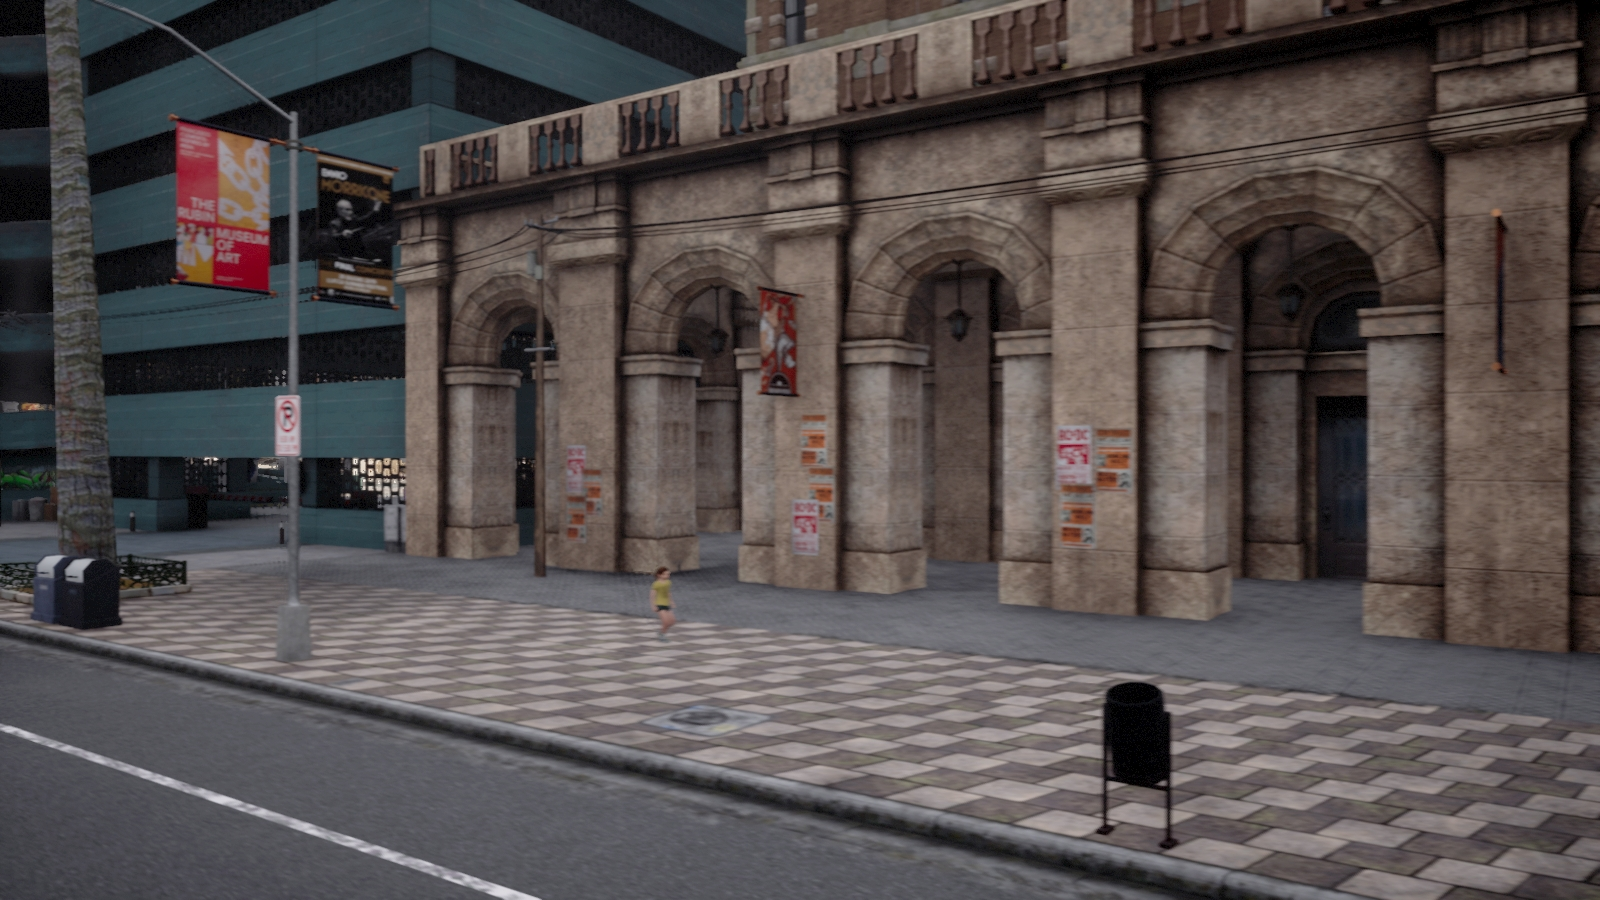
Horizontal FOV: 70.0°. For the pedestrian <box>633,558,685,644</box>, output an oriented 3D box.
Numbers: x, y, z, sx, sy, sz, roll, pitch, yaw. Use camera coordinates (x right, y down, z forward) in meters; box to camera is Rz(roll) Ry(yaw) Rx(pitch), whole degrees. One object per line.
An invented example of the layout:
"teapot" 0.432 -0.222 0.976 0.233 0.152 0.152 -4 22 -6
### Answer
"pedestrian" -1.947 2.076 15.784 0.500 1.100 0.500 0 0 35
